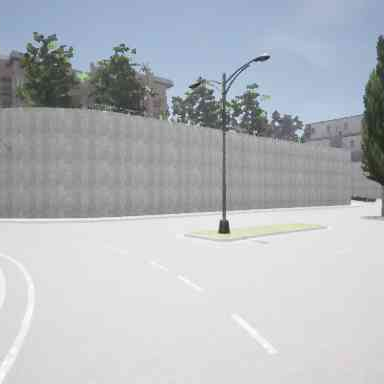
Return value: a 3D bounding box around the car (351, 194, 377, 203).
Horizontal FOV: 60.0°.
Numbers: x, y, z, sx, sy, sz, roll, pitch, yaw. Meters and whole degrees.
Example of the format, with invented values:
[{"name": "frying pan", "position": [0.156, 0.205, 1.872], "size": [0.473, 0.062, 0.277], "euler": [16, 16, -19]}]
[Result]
[{"name": "car", "position": [31.115, 1.162, 60.953], "size": [1.895, 1.301, 4.718], "euler": [0, 5, -36]}]
